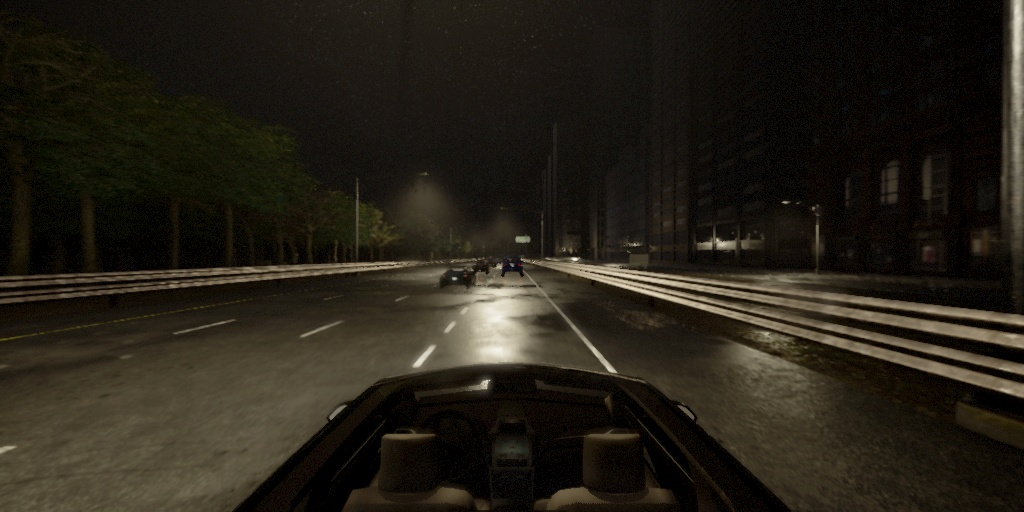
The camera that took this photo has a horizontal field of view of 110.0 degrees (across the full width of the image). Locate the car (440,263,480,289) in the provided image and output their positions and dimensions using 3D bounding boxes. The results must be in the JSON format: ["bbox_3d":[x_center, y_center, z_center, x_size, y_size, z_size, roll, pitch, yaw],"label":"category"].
[{"bbox_3d":[-3.519,1.362,23.911,1.994,1.385,4.181,0,0,0],"label":"car"}]

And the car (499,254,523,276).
[{"bbox_3d":[0.042,1.064,38.656,2.150,2.045,5.566,0,0,0],"label":"car"}]

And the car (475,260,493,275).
[{"bbox_3d":[-3.568,1.361,41.933,1.837,1.490,4.892,0,0,0],"label":"car"}]

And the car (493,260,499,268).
[{"bbox_3d":[-3.677,1.450,64.455,1.837,1.490,4.892,0,0,0],"label":"car"}]
